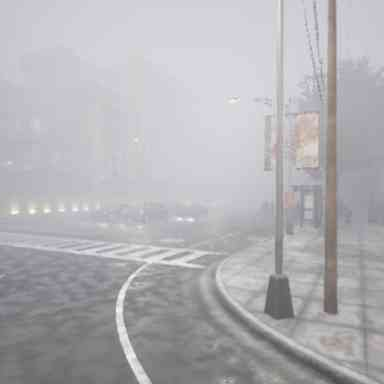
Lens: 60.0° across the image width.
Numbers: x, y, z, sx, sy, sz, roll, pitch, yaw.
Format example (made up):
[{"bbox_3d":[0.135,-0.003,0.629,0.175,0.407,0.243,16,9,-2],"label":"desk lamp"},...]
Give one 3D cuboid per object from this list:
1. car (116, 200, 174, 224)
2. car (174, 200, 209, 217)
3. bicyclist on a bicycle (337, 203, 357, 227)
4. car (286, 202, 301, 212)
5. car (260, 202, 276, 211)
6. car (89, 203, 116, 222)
[{"bbox_3d":[-3.676,1.554,26.970,2.097,1.767,4.553,0,-1,26],"label":"car"},{"bbox_3d":[0.157,1.869,34.707,1.994,1.385,4.181,0,-1,26],"label":"car"},{"bbox_3d":[10.535,1.602,23.046,1.656,1.620,0.582,0,-1,26],"label":"bicyclist on a bicycle"},{"bbox_3d":[15.110,2.130,48.825,1.994,1.385,4.181,0,0,27],"label":"car"},{"bbox_3d":[11.592,2.141,49.623,1.895,1.301,4.718,0,-1,27],"label":"car"},{"bbox_3d":[-6.698,1.695,28.761,1.837,1.490,4.892,0,-1,26],"label":"car"}]
